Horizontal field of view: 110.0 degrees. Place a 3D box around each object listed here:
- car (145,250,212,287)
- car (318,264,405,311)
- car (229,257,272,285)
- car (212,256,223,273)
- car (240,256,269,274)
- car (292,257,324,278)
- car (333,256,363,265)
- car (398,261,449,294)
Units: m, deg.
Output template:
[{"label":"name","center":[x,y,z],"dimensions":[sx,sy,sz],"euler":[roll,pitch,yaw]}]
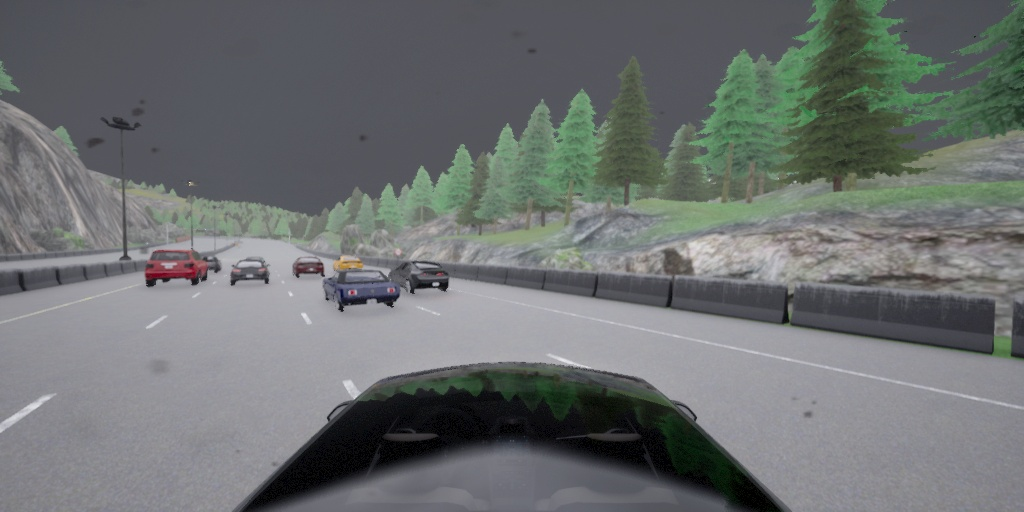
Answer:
[{"label":"car","center":[-19.970,0.633,21.542],"dimensions":[2.150,2.045,5.566],"euler":[0,1,-34]},{"label":"car","center":[-5.827,1.161,13.480],"dimensions":[1.895,1.301,4.718],"euler":[0,1,-35]},{"label":"car","center":[-16.167,0.933,22.217],"dimensions":[1.812,1.442,4.674],"euler":[0,1,-35]},{"label":"car","center":[-27.402,0.725,32.240],"dimensions":[2.128,1.511,4.902],"euler":[0,1,-35]},{"label":"car","center":[-24.190,0.764,33.752],"dimensions":[2.033,1.411,5.357],"euler":[0,1,-35]},{"label":"car","center":[-16.056,0.795,28.187],"dimensions":[1.882,1.535,5.008],"euler":[0,1,-35]},{"label":"car","center":[-15.111,0.725,32.955],"dimensions":[1.882,1.535,5.008],"euler":[0,1,-35]},{"label":"car","center":[-4.820,0.996,18.161],"dimensions":[1.837,1.490,4.892],"euler":[0,1,-35]}]
